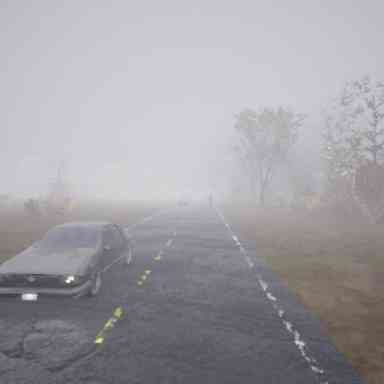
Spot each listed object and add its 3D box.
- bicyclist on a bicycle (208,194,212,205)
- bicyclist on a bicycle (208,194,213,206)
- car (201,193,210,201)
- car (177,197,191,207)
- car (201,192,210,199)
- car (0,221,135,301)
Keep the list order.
[{"bbox_3d":[2.998,1.218,54.714,0.659,1.776,1.843,-1,0,2],"label":"bicyclist on a bicycle"},{"bbox_3d":[2.622,1.327,45.521,0.582,1.620,1.656,0,0,2],"label":"bicyclist on a bicycle"},{"bbox_3d":[3.047,1.345,75.392,1.994,1.385,4.181,0,0,2],"label":"car"},{"bbox_3d":[-1.120,1.401,49.402,2.033,1.411,5.357,0,0,3],"label":"car"},{"bbox_3d":[3.444,0.979,85.475,2.097,1.767,4.553,0,0,2],"label":"car"},{"bbox_3d":[-2.844,1.511,8.693,2.033,1.411,5.357,0,0,2],"label":"car"}]
